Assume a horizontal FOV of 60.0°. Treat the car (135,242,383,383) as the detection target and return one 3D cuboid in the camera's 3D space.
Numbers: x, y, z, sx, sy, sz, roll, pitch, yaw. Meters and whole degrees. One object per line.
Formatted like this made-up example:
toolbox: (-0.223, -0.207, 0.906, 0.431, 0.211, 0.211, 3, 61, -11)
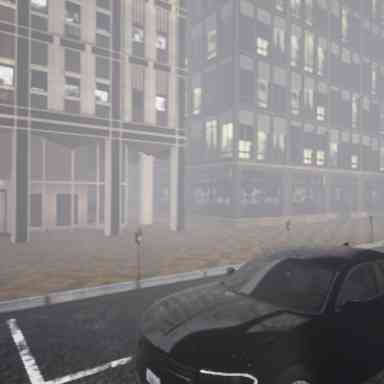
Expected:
car: (1.671, 1.514, 4.568, 5.008, 1.535, 1.882, 1, -1, -36)
